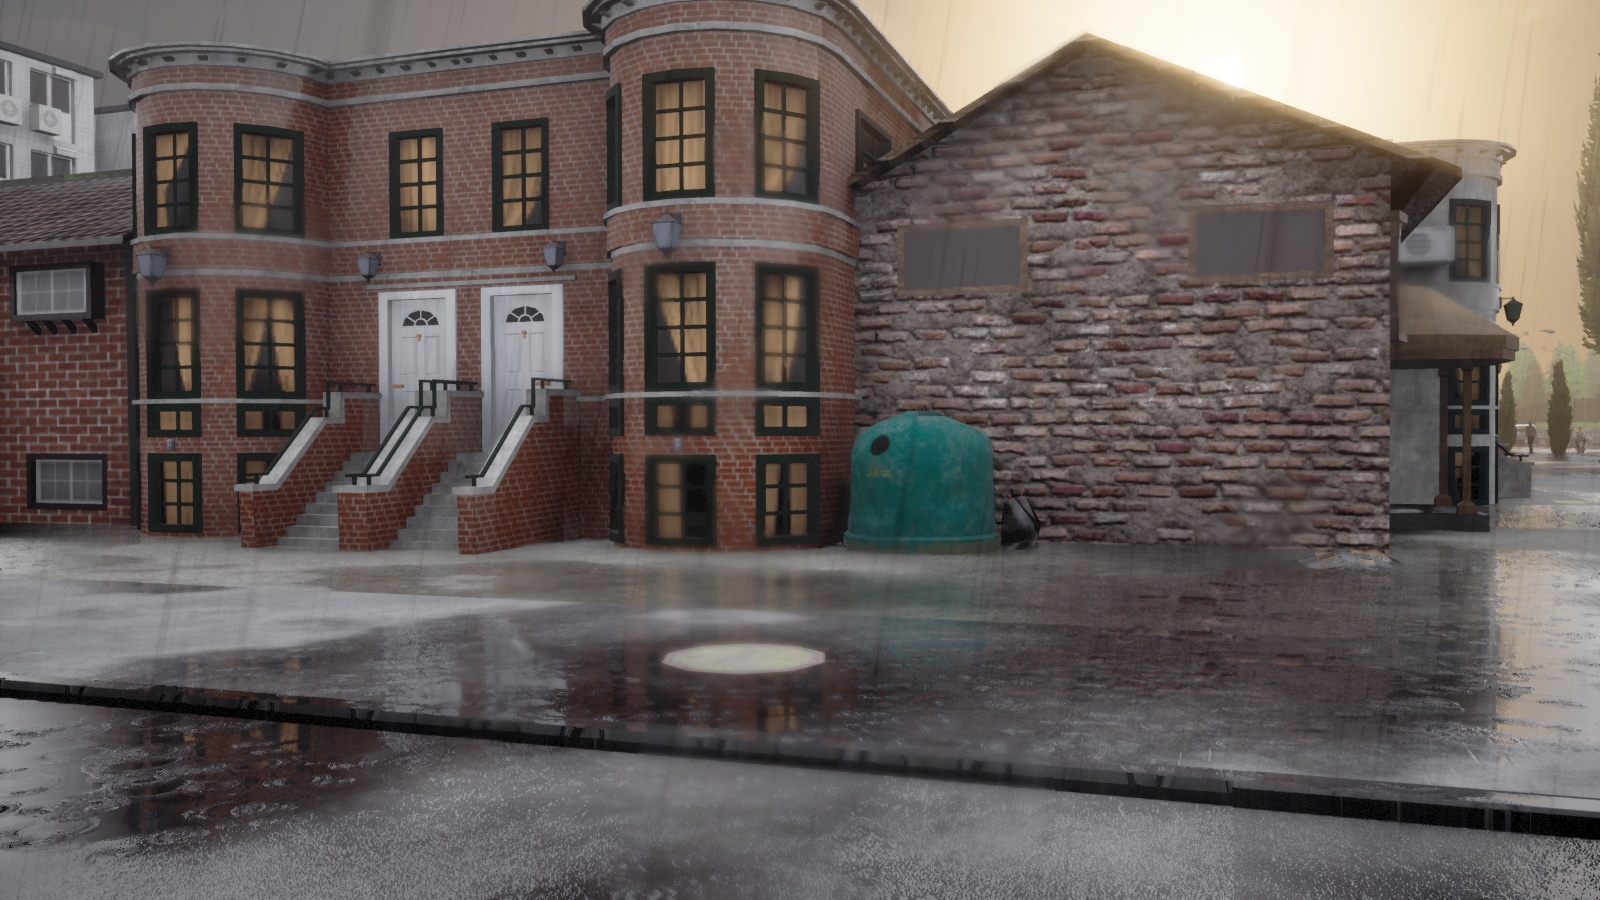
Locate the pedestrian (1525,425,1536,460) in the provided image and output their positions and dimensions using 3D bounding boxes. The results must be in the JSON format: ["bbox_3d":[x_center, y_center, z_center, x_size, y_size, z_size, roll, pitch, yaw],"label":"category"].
[{"bbox_3d":[39.565,-0.404,68.022,0.634,1.846,0.331,-1,1,-43],"label":"pedestrian"}]
